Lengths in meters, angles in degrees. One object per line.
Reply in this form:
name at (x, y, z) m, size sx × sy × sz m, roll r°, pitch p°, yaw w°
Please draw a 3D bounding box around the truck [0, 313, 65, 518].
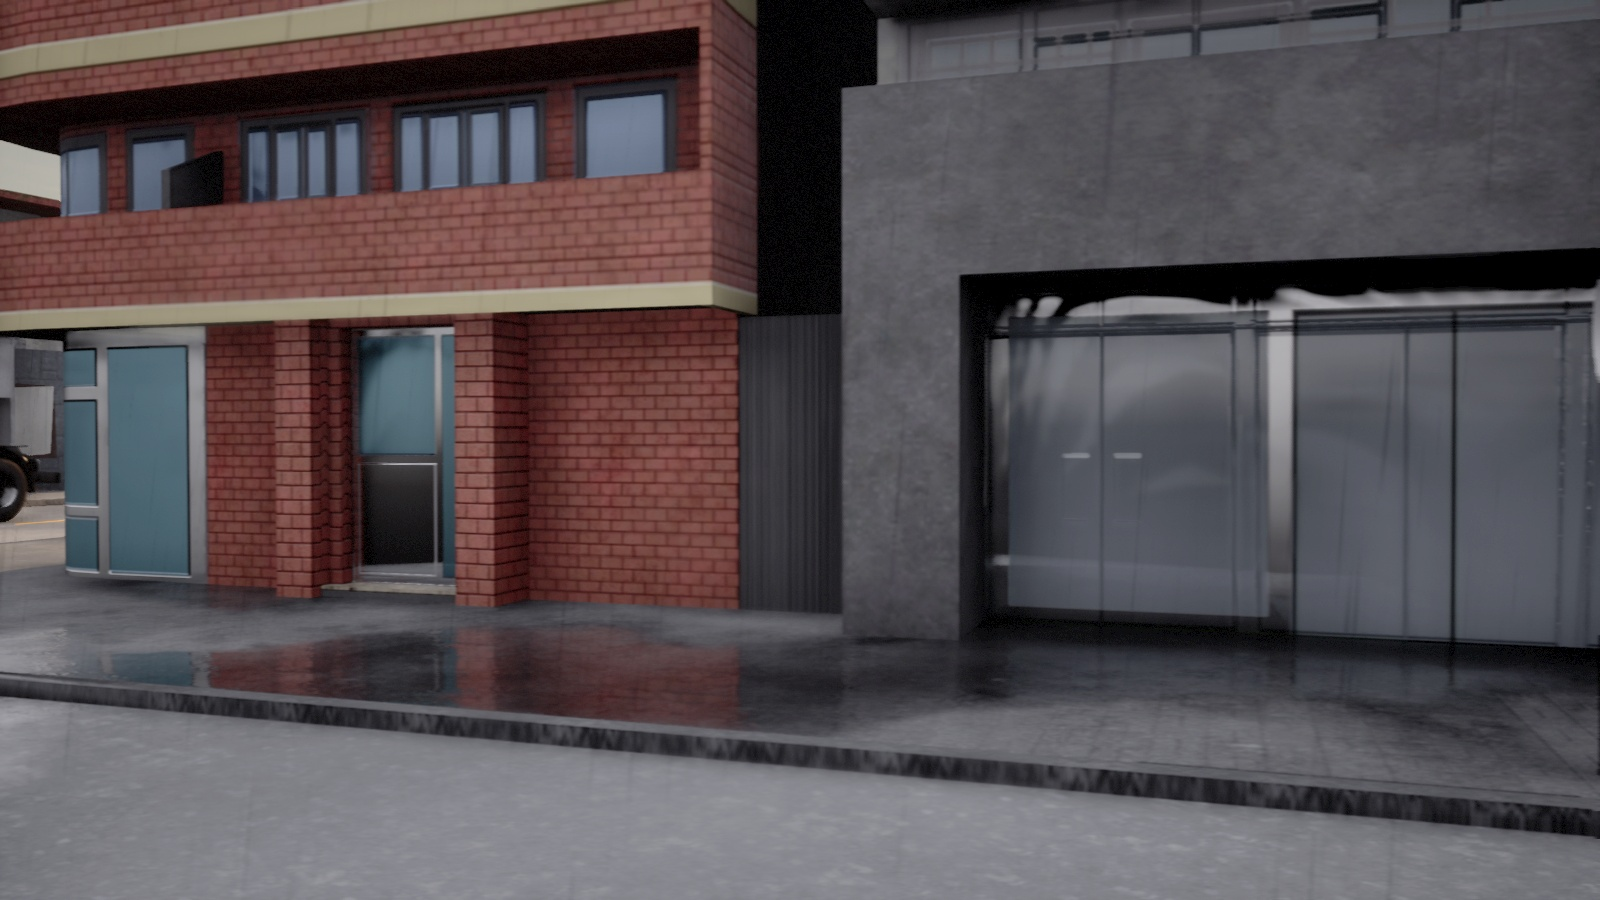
truck at (-15.744, -0.559, 19.146) m, size 2.891 × 3.462 × 7.936 m, roll 1°, pitch 1°, yaw 18°
